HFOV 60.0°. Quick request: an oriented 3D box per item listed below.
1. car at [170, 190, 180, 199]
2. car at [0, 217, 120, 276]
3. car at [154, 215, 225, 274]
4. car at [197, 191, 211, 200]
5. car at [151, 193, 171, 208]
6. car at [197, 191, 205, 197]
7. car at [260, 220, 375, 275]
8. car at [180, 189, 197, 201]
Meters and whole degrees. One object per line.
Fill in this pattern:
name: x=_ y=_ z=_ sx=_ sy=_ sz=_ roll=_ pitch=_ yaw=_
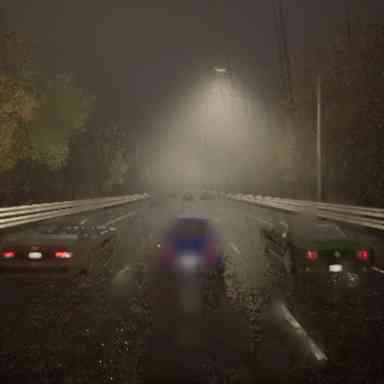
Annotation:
car: x=-4.339 y=0.757 z=77.172 sx=1.882 sy=1.535 sz=5.008 roll=0 pitch=1 yaw=-1
car: x=-3.588 y=1.461 z=10.066 sx=2.033 sy=1.411 sz=5.357 roll=0 pitch=1 yaw=-1
car: x=-0.087 y=1.437 z=10.107 sx=1.812 sy=1.442 sz=4.674 roll=0 pitch=0 yaw=-1
car: x=2.749 y=0.704 z=69.344 sx=2.097 sy=1.767 sz=4.553 roll=0 pitch=1 yaw=-1
car: x=-3.936 y=1.158 z=41.131 sx=1.812 sy=1.442 sz=4.674 roll=0 pitch=1 yaw=-1
car: x=2.479 y=0.630 z=93.520 sx=2.128 sy=1.511 sz=4.902 roll=0 pitch=1 yaw=-1
car: x=3.412 y=1.509 z=10.147 sx=1.895 sy=1.301 sz=4.718 roll=0 pitch=1 yaw=-1
car: x=-0.679 y=0.768 z=63.049 sx=2.097 sy=1.767 sz=4.553 roll=0 pitch=1 yaw=-1
